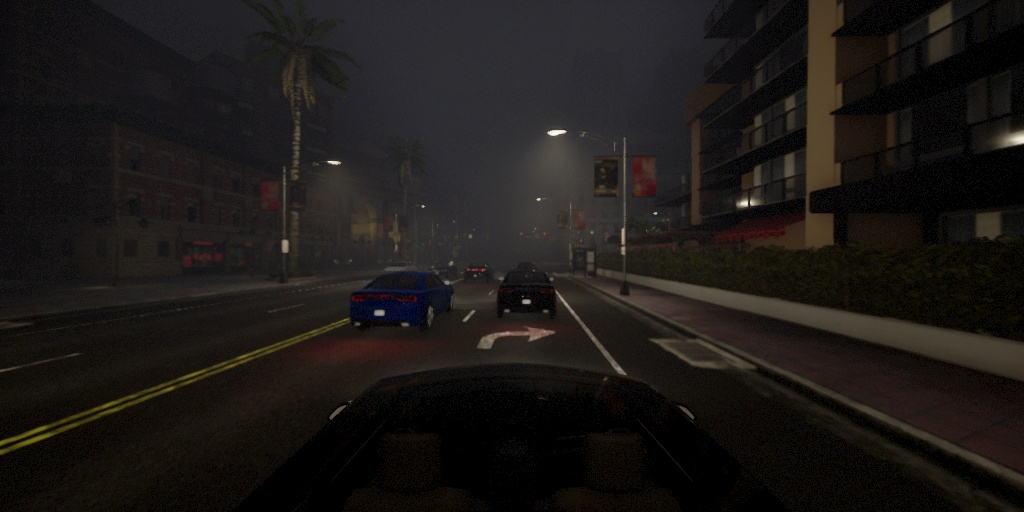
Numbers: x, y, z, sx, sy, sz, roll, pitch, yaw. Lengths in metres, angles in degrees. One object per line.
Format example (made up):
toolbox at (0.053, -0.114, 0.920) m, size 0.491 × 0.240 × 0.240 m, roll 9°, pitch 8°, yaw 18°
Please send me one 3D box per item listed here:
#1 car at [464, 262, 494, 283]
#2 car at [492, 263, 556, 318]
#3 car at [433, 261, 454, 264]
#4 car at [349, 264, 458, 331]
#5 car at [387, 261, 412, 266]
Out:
car at (-2.434, 1.165, 27.193) m, size 2.128 × 1.511 × 4.902 m, roll 0°, pitch 0°, yaw 2°
car at (0.514, 1.202, 13.027) m, size 1.882 × 1.535 × 5.008 m, roll 0°, pitch 0°, yaw 2°
car at (-5.914, 1.142, 30.697) m, size 2.128 × 1.511 × 4.902 m, roll 0°, pitch 0°, yaw 3°
car at (-3.054, 1.190, 10.957) m, size 1.882 × 1.535 × 5.008 m, roll 0°, pitch 0°, yaw 2°
car at (-9.431, 1.159, 30.445) m, size 1.812 × 1.442 × 4.674 m, roll 0°, pitch 0°, yaw 3°
